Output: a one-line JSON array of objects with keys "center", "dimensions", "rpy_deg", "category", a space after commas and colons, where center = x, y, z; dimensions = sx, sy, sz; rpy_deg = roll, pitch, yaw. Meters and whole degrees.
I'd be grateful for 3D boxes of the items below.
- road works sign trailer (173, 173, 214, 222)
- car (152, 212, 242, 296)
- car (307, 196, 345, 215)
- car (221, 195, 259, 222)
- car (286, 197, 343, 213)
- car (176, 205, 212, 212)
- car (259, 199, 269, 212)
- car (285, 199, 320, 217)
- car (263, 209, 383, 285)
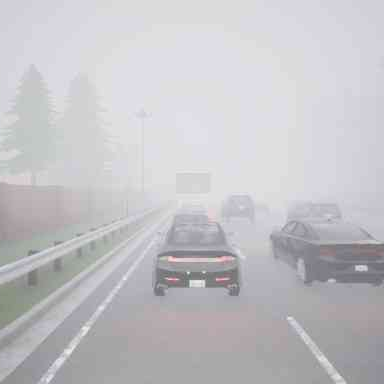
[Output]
[{"center": [0.069, 0.464, 22.972], "dimensions": [2.380, 3.560, 2.880], "rpy_deg": [0, 0, -1], "category": "road works sign trailer"}, {"center": [0.100, 1.491, 8.615], "dimensions": [2.128, 1.511, 4.902], "rpy_deg": [0, 0, 0], "category": "car"}, {"center": [14.101, 1.352, 35.313], "dimensions": [2.097, 1.767, 4.553], "rpy_deg": [0, 0, 0], "category": "car"}, {"center": [3.601, 1.223, 26.738], "dimensions": [2.150, 2.045, 5.566], "rpy_deg": [0, 0, 0], "category": "car"}, {"center": [7.101, 1.352, 19.389], "dimensions": [2.097, 1.767, 4.553], "rpy_deg": [0, 0, 0], "category": "car"}, {"center": [0.065, 1.474, 19.052], "dimensions": [1.882, 1.535, 5.008], "rpy_deg": [0, 0, 5], "category": "car"}, {"center": [7.098, 1.526, 36.277], "dimensions": [1.812, 1.442, 4.674], "rpy_deg": [0, 0, 0], "category": "car"}, {"center": [10.599, 1.503, 32.338], "dimensions": [1.837, 1.490, 4.892], "rpy_deg": [0, 0, 0], "category": "car"}, {"center": [3.600, 1.478, 9.543], "dimensions": [1.882, 1.535, 5.008], "rpy_deg": [0, 0, 0], "category": "car"}]
